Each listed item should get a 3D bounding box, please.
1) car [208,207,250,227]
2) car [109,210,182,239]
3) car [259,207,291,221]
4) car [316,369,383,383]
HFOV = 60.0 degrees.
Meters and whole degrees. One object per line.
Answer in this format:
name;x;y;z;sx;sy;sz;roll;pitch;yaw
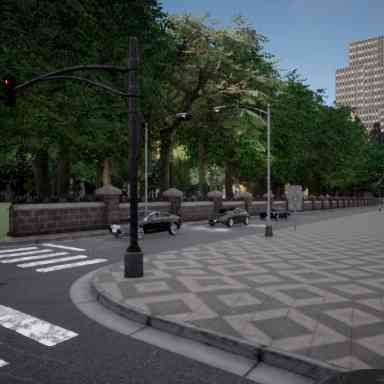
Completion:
car;3.175;2.036;27.681;1.837;1.490;4.892;0;-1;35
car;-2.609;1.817;19.467;2.128;1.511;4.902;0;-1;37
car;8.970;2.343;35.880;1.895;1.301;4.718;0;-1;35
car;2.508;1.551;1.174;4.403;1.369;2.008;0;0;36
